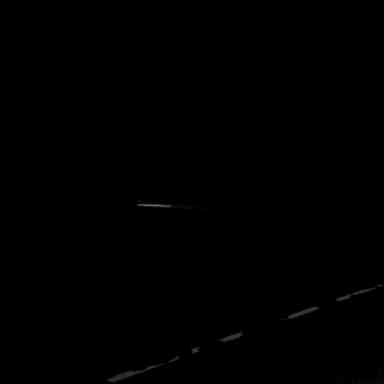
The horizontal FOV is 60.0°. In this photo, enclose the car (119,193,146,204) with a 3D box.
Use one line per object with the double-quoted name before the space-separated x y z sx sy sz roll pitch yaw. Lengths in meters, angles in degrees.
"car" -7.994 0.837 44.479 1.895 1.301 4.718 -2 2 -36
